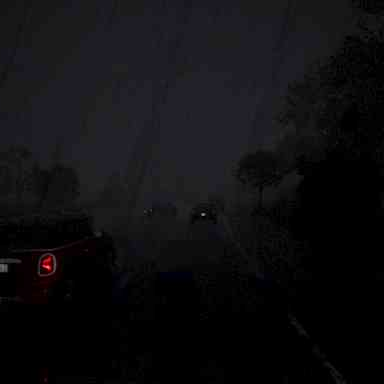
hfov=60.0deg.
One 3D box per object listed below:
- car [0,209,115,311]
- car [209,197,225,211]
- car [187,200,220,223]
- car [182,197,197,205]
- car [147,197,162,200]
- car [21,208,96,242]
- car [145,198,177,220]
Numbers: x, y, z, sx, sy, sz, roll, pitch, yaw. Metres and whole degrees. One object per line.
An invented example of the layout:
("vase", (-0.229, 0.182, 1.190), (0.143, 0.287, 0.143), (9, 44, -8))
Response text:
("car", (-3.318, 1.352, 7.944), (2.097, 1.767, 4.553), (0, 0, 1))
("car", (3.045, 1.363, 42.045), (2.097, 1.767, 4.553), (0, 0, 10))
("car", (0.958, 1.568, 25.580), (1.994, 1.385, 4.181), (0, 0, 4))
("car", (-0.290, 1.566, 59.203), (1.994, 1.385, 4.181), (0, 0, 16))
("car", (-5.779, 1.498, 52.176), (1.837, 1.490, 4.892), (0, 0, 14))
("car", (-6.746, 1.600, 17.457), (1.895, 1.301, 4.718), (0, 0, 3))
("car", (-2.395, 1.528, 27.635), (1.812, 1.442, 4.674), (0, 0, 5))
